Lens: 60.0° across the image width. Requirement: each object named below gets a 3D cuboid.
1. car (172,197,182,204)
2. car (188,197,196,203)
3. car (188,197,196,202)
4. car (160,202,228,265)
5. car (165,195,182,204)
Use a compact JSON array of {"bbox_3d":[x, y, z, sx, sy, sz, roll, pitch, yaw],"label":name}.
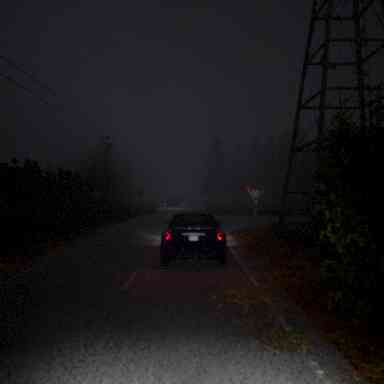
[{"bbox_3d":[-3.230,1.847,71.909,1.882,1.535,5.008,0,0,0],"label":"car"},{"bbox_3d":[-0.035,1.982,83.013,1.895,1.301,4.718,0,0,0],"label":"car"},{"bbox_3d":[-0.031,1.904,72.983,1.812,1.442,4.674,0,0,0],"label":"car"},{"bbox_3d":[0.064,1.416,12.114,2.097,1.767,4.553,0,0,0],"label":"car"},{"bbox_3d":[-3.282,1.512,55.832,2.150,2.045,5.566,0,0,0],"label":"car"}]
